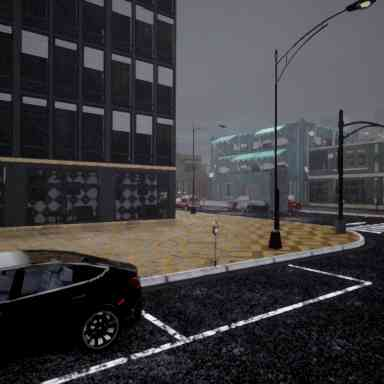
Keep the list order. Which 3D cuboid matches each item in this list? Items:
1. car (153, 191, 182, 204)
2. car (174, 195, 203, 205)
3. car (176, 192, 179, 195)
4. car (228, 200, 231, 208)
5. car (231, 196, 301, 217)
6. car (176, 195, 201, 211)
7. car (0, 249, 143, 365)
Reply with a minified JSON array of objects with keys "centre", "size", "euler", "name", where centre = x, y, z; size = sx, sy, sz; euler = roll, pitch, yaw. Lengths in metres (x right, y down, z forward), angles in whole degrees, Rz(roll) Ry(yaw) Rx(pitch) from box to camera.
[{"centre":[-3.849,0.792,52.047],"size":[2.192,1.841,5.009],"euler":[1,0,-36],"name":"car"},{"centre":[-0.577,1.099,47.573],"size":[2.008,1.369,4.403],"euler":[1,0,-36],"name":"car"},{"centre":[-2.207,1.063,40.005],"size":[1.882,1.535,5.008],"euler":[0,1,-37],"name":"car"},{"centre":[5.980,1.128,38.626],"size":[1.967,1.590,4.097],"euler":[1,0,-36],"name":"car"},{"centre":[6.195,1.310,28.517],"size":[2.033,1.411,5.357],"euler":[0,0,-36],"name":"car"},{"centre":[-0.783,1.229,33.673],"size":[1.802,1.307,4.206],"euler":[1,0,-36],"name":"car"},{"centre":[-2.771,1.566,4.579],"size":[4.313,1.339,1.947],"euler":[0,0,-35],"name":"car"}]
